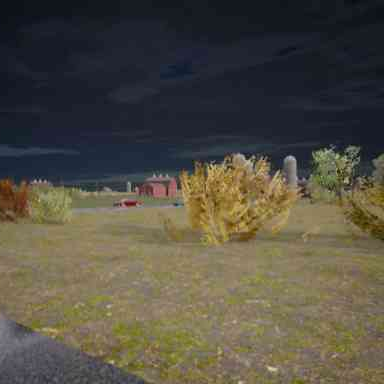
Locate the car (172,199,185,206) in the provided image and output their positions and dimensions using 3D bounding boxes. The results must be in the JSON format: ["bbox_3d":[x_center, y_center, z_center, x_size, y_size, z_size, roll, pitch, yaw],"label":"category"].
[{"bbox_3d":[-1.390,1.894,60.478,2.033,1.411,5.357,-1,-1,36],"label":"car"}]

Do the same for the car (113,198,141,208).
[{"bbox_3d":[-10.517,1.750,53.962,1.882,1.535,5.008,-1,-1,36],"label":"car"}]
